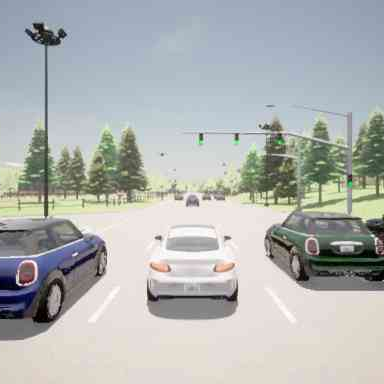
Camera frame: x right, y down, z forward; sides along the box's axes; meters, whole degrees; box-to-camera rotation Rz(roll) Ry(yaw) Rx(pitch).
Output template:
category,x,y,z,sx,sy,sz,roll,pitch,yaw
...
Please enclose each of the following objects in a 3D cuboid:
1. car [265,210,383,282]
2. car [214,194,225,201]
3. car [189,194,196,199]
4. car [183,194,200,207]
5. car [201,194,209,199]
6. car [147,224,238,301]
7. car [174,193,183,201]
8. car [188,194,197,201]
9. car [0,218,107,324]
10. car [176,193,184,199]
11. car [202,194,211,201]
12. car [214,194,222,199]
category,x,y,z,sx,sy,sz,roll,pitch,yaw
car,3.618,1.347,9.878,2.097,1.767,4.553,0,0,0
car,7.154,1.473,82.668,2.128,1.511,4.902,0,0,0
car,0.173,1.283,93.100,1.837,1.490,4.892,0,0,0
car,0.097,1.325,52.038,2.097,1.767,4.553,0,0,0
car,3.673,1.323,93.094,2.033,1.411,5.357,0,0,0
car,0.022,1.521,8.165,1.812,1.442,4.674,0,0,0
car,-3.346,1.500,83.071,1.994,1.385,4.181,0,0,0
car,0.154,1.304,83.067,2.097,1.767,4.553,0,0,0
car,-3.387,1.348,7.320,2.097,1.767,4.553,0,0,0
car,-3.327,1.138,93.077,2.097,1.767,4.553,0,0,0
car,3.654,1.304,83.061,2.097,1.767,4.553,0,0,0
car,7.173,1.336,93.087,1.994,1.385,4.181,0,0,0
